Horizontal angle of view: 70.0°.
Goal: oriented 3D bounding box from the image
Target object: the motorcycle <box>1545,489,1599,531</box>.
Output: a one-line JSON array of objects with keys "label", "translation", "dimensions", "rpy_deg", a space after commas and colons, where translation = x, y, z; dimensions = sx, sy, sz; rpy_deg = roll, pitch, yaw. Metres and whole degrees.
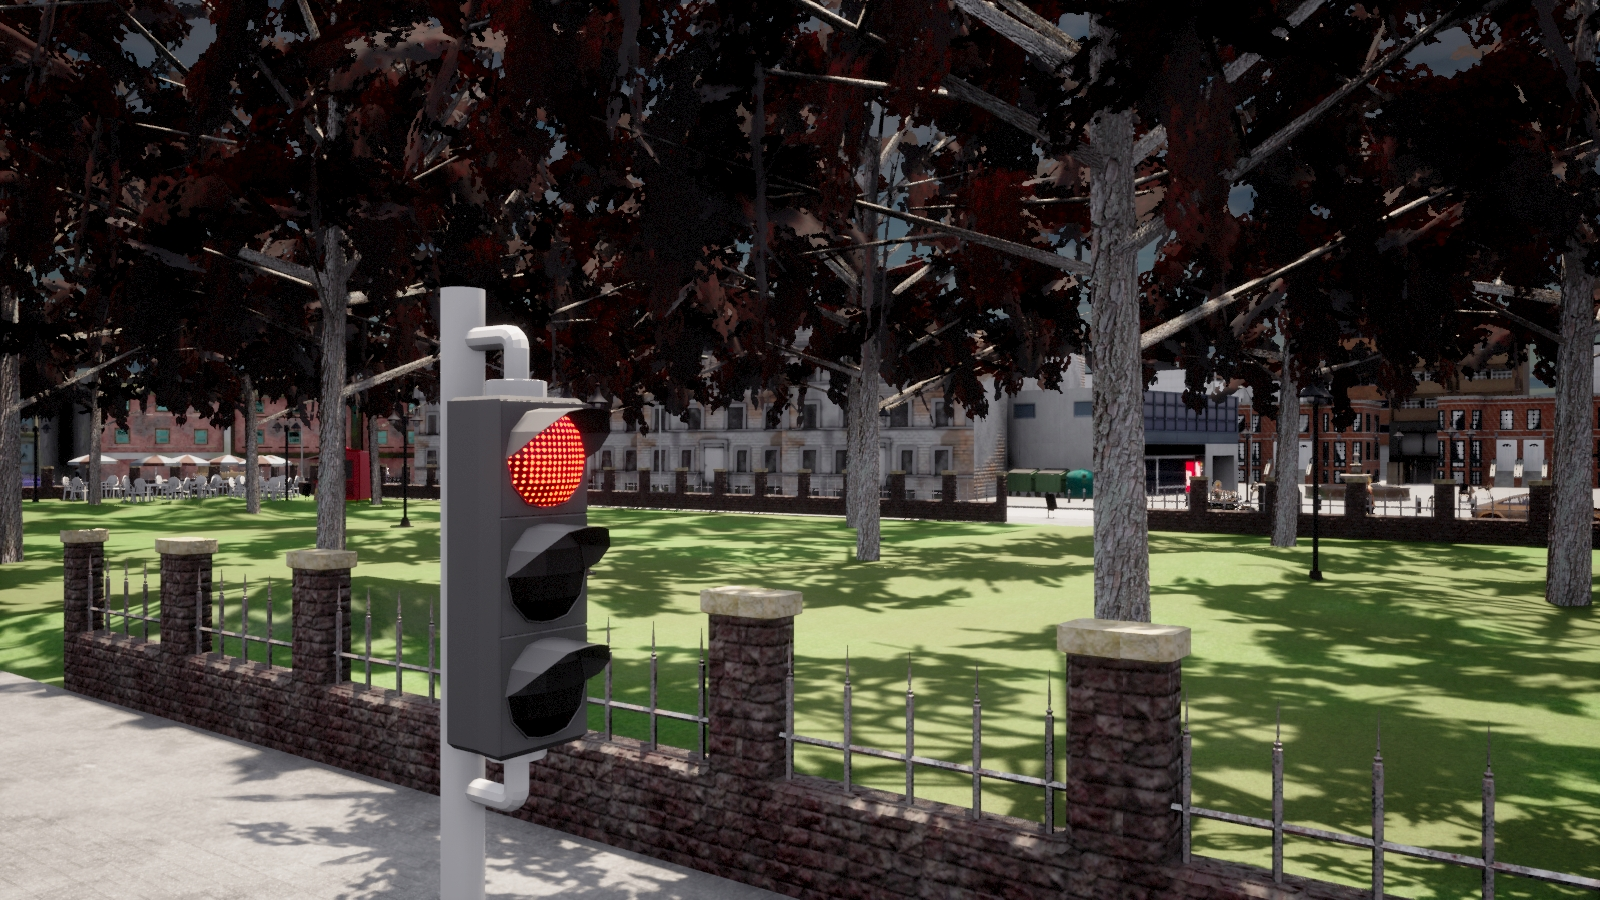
[{"label": "motorcycle", "translation": [25.489, 1.950, 36.881], "dimensions": [2.356, 1.277, 0.764], "rpy_deg": [0, 0, 36]}]

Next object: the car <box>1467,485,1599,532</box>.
[{"label": "car", "translation": [24.491, 1.899, 37.604], "dimensions": [4.181, 1.385, 1.994], "rpy_deg": [0, 0, 37]}]

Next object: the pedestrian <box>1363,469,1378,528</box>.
[{"label": "pedestrian", "translation": [18.120, 1.523, 36.297], "dimensions": [0.375, 1.860, 0.375], "rpy_deg": [0, 0, 37]}]
